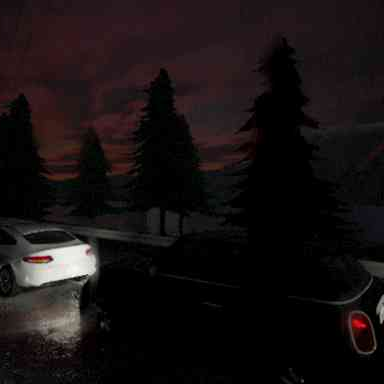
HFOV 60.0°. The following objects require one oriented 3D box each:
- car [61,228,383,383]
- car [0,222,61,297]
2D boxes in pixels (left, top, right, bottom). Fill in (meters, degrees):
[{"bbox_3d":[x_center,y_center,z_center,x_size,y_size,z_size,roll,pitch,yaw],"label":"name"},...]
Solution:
[{"bbox_3d":[0.371,1.346,4.912,4.553,1.767,2.097,0,0,36],"label":"car"},{"bbox_3d":[-4.364,1.491,8.465,4.674,1.442,1.812,0,0,37],"label":"car"}]
